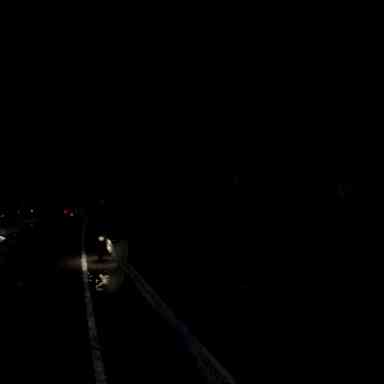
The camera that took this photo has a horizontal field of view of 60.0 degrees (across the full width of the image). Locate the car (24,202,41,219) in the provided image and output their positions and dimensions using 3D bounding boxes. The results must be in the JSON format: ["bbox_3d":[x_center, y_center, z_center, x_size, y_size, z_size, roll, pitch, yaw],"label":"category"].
[{"bbox_3d":[-15.499,1.724,31.331,1.882,1.535,5.008,2,-4,-16],"label":"car"}]

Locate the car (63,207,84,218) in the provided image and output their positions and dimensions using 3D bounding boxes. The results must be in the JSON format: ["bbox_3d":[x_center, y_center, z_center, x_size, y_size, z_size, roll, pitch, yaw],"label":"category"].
[{"bbox_3d":[-13.926,2.376,38.948,1.895,1.301,4.718,2,-4,-17],"label":"car"}]

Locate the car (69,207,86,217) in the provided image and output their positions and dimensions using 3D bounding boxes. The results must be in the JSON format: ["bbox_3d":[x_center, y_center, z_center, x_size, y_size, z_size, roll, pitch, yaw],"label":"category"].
[{"bbox_3d":[-16.787,2.960,48.918,1.994,1.385,4.181,1,-3,-13],"label":"car"}]

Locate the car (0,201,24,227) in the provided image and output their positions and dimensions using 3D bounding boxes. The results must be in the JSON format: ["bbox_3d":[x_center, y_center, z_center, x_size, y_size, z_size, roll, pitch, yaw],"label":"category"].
[{"bbox_3d":[-12.527,1.350,21.398,1.882,1.535,5.008,2,-2,-17],"label":"car"}]
